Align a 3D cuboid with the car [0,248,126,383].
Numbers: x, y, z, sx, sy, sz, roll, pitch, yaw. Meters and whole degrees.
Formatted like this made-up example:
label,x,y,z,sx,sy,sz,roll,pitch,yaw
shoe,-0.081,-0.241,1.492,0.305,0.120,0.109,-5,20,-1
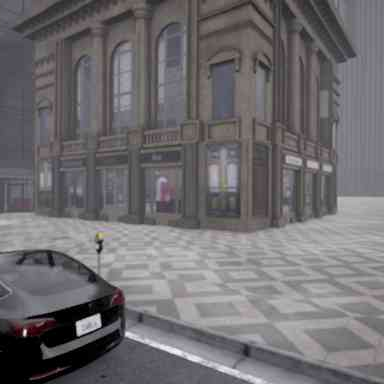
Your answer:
label,x,y,z,sx,sy,sz,roll,pitch,yaw
car,-2.868,1.541,5.010,4.313,1.339,1.947,0,0,36
